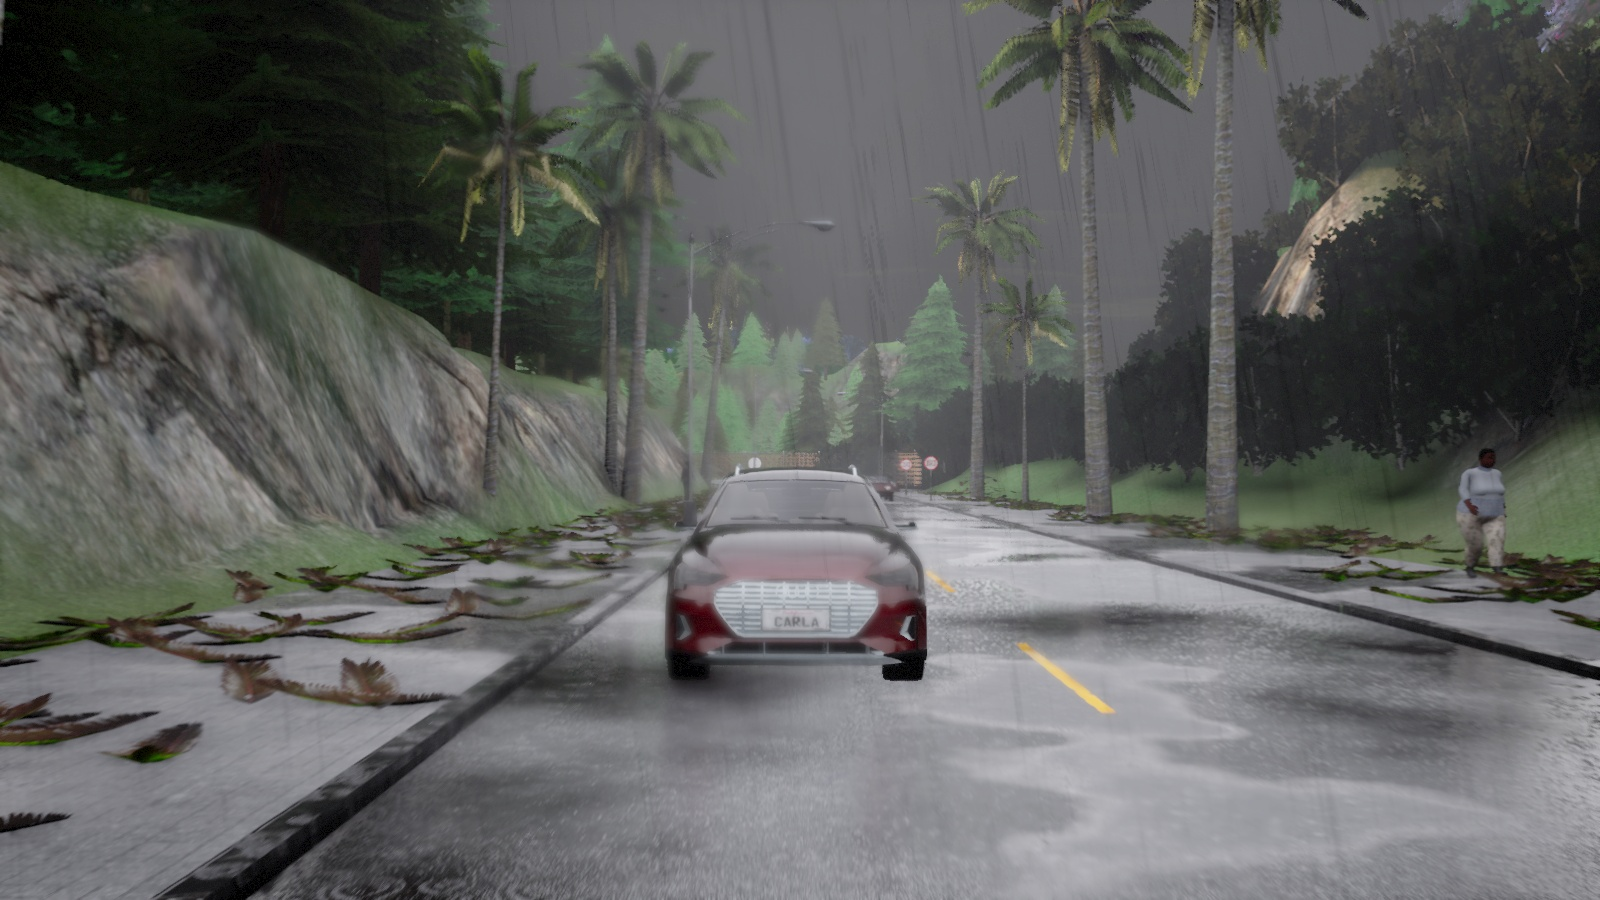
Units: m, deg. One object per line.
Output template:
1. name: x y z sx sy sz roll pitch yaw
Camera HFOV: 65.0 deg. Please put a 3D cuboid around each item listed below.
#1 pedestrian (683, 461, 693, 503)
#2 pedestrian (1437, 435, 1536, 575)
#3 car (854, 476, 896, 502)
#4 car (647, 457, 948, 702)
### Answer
1. pedestrian: -5.153 1.470 57.661 0.402 1.930 0.666 0 -1 -1
2. pedestrian: 9.310 0.735 17.066 0.874 1.855 0.900 0 -1 6
3. car: 3.918 2.009 66.279 1.895 1.301 4.718 0 -1 0
4. car: -0.024 0.929 10.942 2.033 1.649 4.856 0 -1 0
